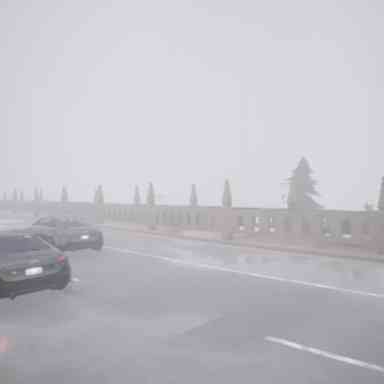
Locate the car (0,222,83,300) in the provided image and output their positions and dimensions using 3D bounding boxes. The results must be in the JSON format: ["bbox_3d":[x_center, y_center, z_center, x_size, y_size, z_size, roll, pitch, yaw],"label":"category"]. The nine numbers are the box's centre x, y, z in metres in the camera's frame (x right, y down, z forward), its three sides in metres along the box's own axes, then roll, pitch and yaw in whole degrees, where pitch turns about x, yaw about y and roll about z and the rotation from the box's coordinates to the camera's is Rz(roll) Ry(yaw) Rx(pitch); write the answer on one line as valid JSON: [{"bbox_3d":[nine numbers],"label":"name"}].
[{"bbox_3d":[-4.741,1.587,8.124,4.181,1.385,1.994,0,0,41],"label":"car"}]

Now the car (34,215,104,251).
[{"bbox_3d":[-5.353,1.607,13.402,4.181,1.385,1.994,0,0,43],"label":"car"}]
